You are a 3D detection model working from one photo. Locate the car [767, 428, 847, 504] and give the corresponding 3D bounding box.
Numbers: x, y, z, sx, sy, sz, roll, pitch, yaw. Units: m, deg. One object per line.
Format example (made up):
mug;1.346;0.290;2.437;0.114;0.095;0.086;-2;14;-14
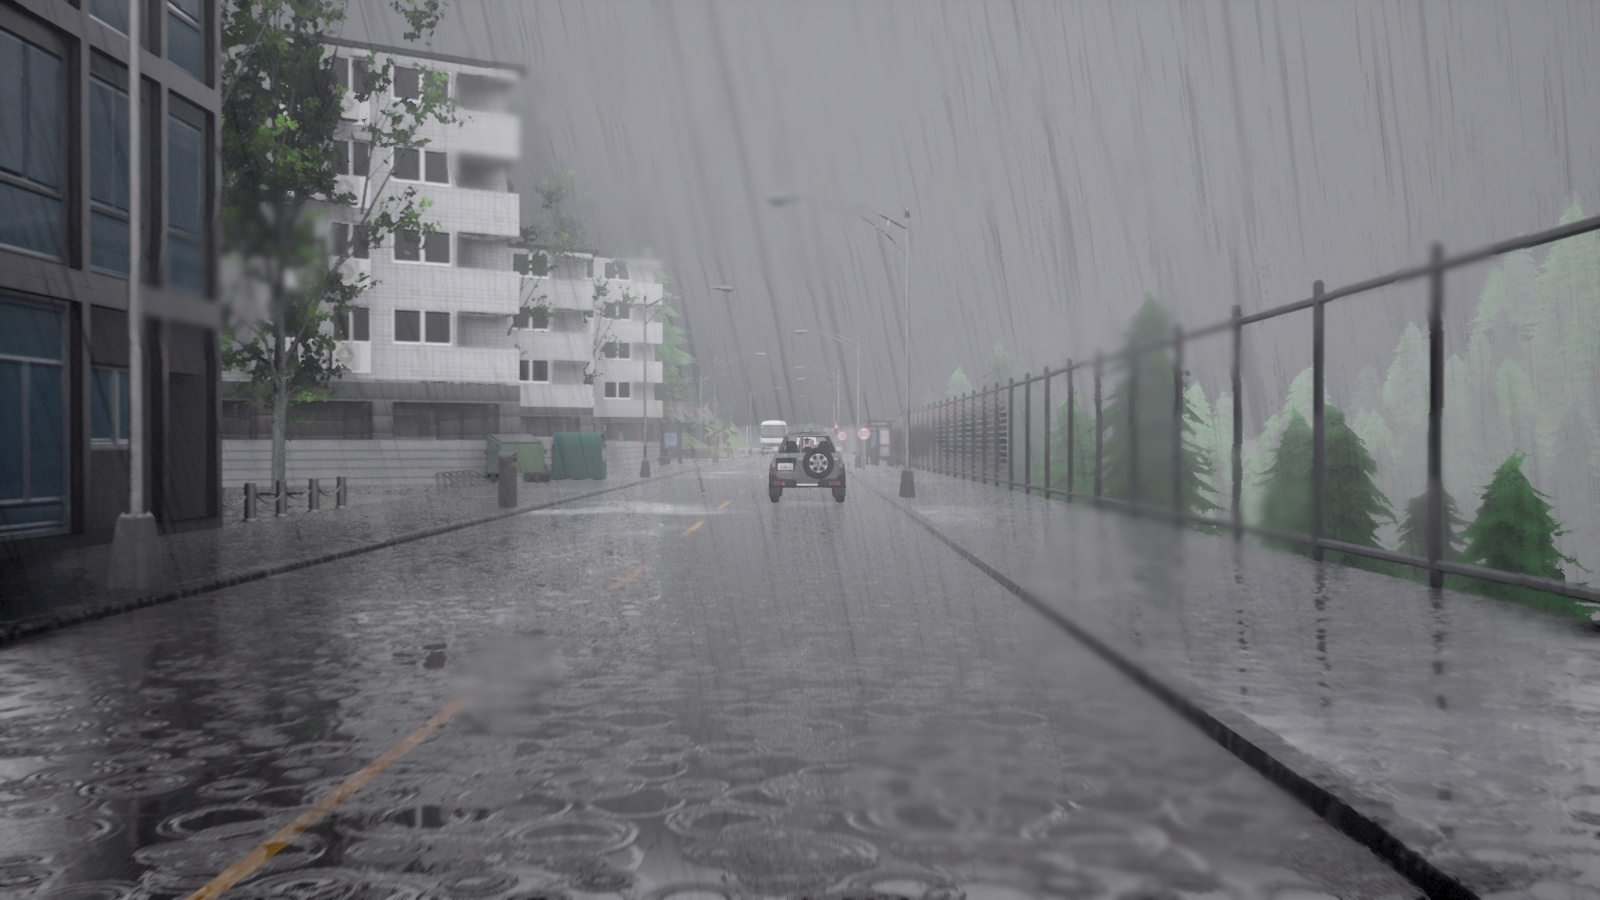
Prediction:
car;0.188;0.378;32.777;1.932;1.855;4.605;0;0;0
